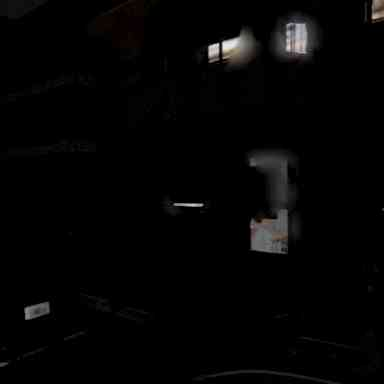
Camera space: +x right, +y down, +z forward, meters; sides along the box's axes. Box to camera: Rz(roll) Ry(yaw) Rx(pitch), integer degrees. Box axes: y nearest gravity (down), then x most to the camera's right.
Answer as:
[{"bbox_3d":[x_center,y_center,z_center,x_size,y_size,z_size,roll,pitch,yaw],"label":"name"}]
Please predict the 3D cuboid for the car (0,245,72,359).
[{"bbox_3d":[-3.681,1.564,5.500,4.313,1.339,1.947,0,0,36],"label":"car"}]

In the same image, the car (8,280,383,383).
[{"bbox_3d":[0.917,1.550,2.219,4.403,1.369,2.008,0,0,36],"label":"car"}]
